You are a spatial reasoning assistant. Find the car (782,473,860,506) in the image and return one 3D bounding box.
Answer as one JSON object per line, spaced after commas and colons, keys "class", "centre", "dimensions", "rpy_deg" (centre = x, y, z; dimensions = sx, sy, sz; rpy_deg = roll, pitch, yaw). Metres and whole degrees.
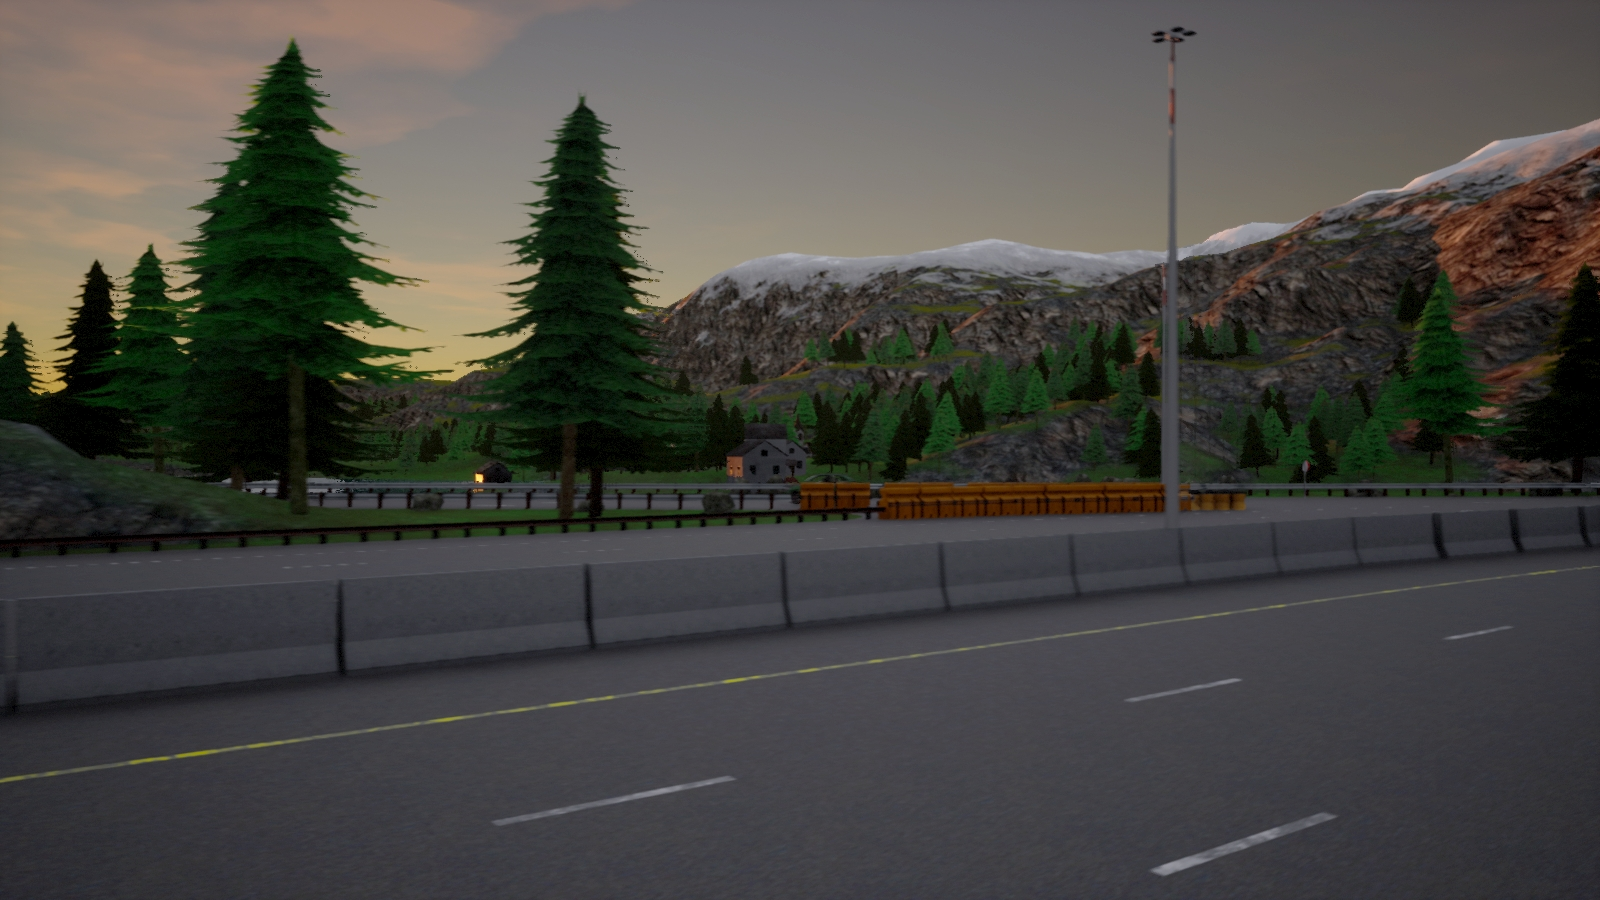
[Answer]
{"class": "car", "centre": [1.078, 2.025, 59.179], "dimensions": [3.988, 1.617, 1.851], "rpy_deg": [0, 0, 1]}
